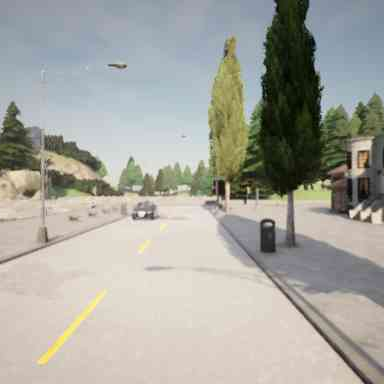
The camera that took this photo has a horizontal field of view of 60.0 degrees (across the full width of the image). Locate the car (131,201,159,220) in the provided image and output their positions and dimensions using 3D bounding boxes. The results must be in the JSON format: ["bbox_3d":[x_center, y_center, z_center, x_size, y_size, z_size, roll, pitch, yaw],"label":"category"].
[{"bbox_3d":[-3.992,1.577,28.769,2.128,1.511,4.902,0,0,0],"label":"car"}]
